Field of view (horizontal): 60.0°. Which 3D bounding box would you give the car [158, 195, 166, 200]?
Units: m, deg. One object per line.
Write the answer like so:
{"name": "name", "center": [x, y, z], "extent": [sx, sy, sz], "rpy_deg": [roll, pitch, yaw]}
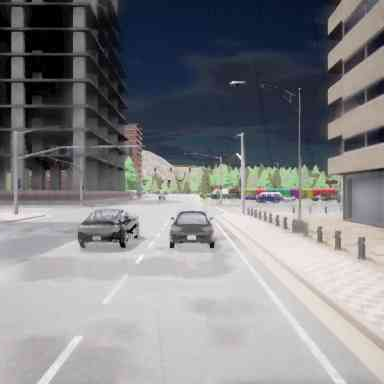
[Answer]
{"name": "car", "center": [-8.238, 1.507, 91.195], "extent": [1.812, 1.442, 4.674], "rpy_deg": [0, 0, -1]}

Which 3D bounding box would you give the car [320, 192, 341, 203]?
{"name": "car", "center": [35.732, 1.208, 84.424], "extent": [4.605, 1.855, 1.932], "rpy_deg": [0, 0, 0]}

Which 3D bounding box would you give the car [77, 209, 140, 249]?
{"name": "car", "center": [-3.500, 1.494, 14.650], "extent": [2.128, 1.511, 4.902], "rpy_deg": [0, 0, 0]}

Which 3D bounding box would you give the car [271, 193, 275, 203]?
{"name": "car", "center": [20.767, 1.418, 76.107], "extent": [3.905, 1.438, 1.784], "rpy_deg": [0, 0, 0]}

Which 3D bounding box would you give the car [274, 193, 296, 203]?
{"name": "car", "center": [20.782, 1.450, 73.212], "extent": [3.806, 1.475, 1.970], "rpy_deg": [0, 0, 0]}

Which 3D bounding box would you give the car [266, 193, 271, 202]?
{"name": "car", "center": [20.702, 1.208, 78.790], "extent": [4.605, 1.855, 1.932], "rpy_deg": [0, 0, 0]}

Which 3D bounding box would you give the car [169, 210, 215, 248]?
{"name": "car", "center": [0.000, 1.532, 14.650], "extent": [1.812, 1.442, 4.674], "rpy_deg": [0, 0, 0]}
